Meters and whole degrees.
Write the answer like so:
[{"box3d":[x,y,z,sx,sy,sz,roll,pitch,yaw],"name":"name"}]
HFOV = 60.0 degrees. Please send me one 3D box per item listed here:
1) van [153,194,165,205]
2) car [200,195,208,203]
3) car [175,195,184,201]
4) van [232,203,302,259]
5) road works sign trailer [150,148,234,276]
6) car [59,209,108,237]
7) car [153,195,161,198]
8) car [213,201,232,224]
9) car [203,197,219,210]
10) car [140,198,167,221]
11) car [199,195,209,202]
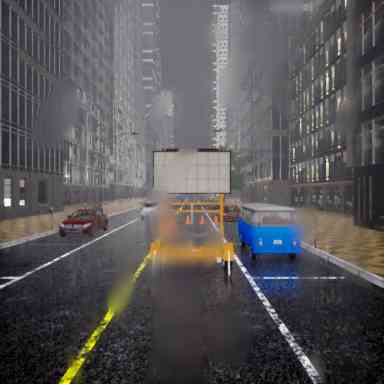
[{"box3d":[-5.699,1.318,57.823,1.690,1.788,3.998,0,0,0],"name":"van"},{"box3d":[2.682,1.534,52.129,2.008,1.369,4.403,0,0,0],"name":"car"},{"box3d":[-3.014,1.414,80.451,1.882,1.535,5.008,0,0,0],"name":"car"},{"box3d":[2.688,1.339,12.282,1.690,1.788,3.998,0,0,0],"name":"van"},{"box3d":[-0.002,0.462,10.300,2.380,3.560,2.880,0,0,0],"name":"road works sign trailer"},{"box3d":[-5.694,1.578,17.975,1.802,1.307,4.206,0,0,0],"name":"car"},{"box3d":[-5.698,1.539,46.438,2.008,1.369,4.403,0,0,0],"name":"car"},{"box3d":[2.686,1.577,23.666,1.802,1.307,4.206,0,0,0],"name":"car"},{"box3d":[2.683,1.573,40.744,1.802,1.307,4.206,0,0,0],"name":"car"},{"box3d":[-3.105,1.520,27.604,1.812,1.442,4.674,0,0,0],"name":"car"},{"box3d":[2.678,1.387,74.898,1.967,1.590,4.097,0,0,0],"name":"car"}]
